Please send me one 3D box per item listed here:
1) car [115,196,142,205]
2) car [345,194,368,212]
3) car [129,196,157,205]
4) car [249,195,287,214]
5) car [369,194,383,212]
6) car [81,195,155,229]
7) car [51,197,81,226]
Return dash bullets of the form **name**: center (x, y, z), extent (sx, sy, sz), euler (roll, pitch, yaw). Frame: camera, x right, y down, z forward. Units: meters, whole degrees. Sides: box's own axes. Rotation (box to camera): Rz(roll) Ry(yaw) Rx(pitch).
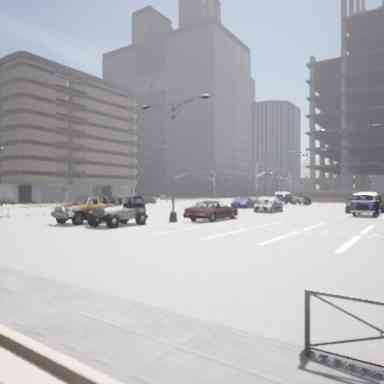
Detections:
- **car**: center (-11.278, 1.416, 59.375), extent (1.837, 1.490, 4.892), euler (0, 0, 34)
- **car**: center (20.847, 1.380, 42.510), extent (1.970, 1.475, 3.806), euler (0, 0, 34)
- **car**: center (-8.370, 1.423, 57.427), extent (1.837, 1.490, 4.892), euler (0, 0, 34)
- **car**: center (7.615, 1.369, 33.224), extent (1.970, 1.475, 3.806), euler (0, 0, 34)
- **car**: center (23.246, 1.354, 40.889), extent (1.784, 1.438, 3.905), euler (0, 0, 34)
- **car**: center (-4.404, 1.125, 20.263), extent (1.905, 1.878, 3.866), euler (0, 0, 34)
- **car**: center (-6.772, 1.116, 21.928), extent (1.932, 1.855, 4.605), euler (0, 0, 34)
